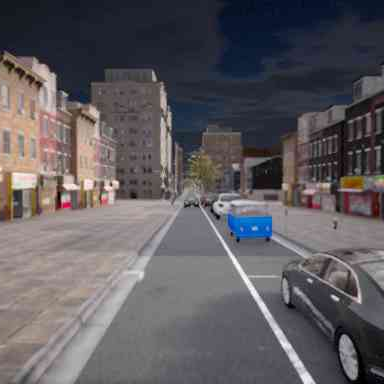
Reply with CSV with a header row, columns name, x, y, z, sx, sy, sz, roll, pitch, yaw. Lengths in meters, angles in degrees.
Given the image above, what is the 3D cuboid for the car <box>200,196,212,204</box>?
name,x,y,z,sx,sy,sz,roll,pitch,yaw
car,2.570,1.547,63.014,2.008,1.369,4.403,-2,0,0

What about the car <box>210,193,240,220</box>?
name,x,y,z,sx,sy,sz,roll,pitch,yaw
car,2.961,1.164,27.803,2.150,2.045,5.566,0,0,0

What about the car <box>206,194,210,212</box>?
name,x,y,z,sx,sy,sz,roll,pitch,yaw
car,2.956,1.163,34.806,2.150,2.045,5.566,0,0,0

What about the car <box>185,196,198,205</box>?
name,x,y,z,sx,sy,sz,roll,pitch,yaw
car,-0.039,1.415,57.216,2.128,1.511,4.902,0,0,0

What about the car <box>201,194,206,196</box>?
name,x,y,z,sx,sy,sz,roll,pitch,yaw
car,2.567,1.294,58.030,2.192,1.841,5.009,-2,0,0

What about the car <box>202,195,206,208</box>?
name,x,y,z,sx,sy,sz,roll,pitch,yaw
car,2.582,1.495,47.449,1.887,1.381,4.507,-2,0,0

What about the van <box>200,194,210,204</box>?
name,x,y,z,sx,sy,sz,roll,pitch,yaw
van,2.562,1.350,66.335,1.690,1.788,3.998,-2,0,0

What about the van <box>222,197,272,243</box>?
name,x,y,z,sx,sy,sz,roll,pitch,yaw
van,2.604,1.293,15.706,1.690,1.788,3.998,-1,0,0

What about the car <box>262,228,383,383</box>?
name,x,y,z,sx,sy,sz,roll,pitch,yaw
car,2.616,1.532,5.125,2.008,1.369,4.403,-1,0,0

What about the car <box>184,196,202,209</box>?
name,x,y,z,sx,sy,sz,roll,pitch,yaw
car,-0.031,1.455,44.484,1.895,1.301,4.718,0,0,0
